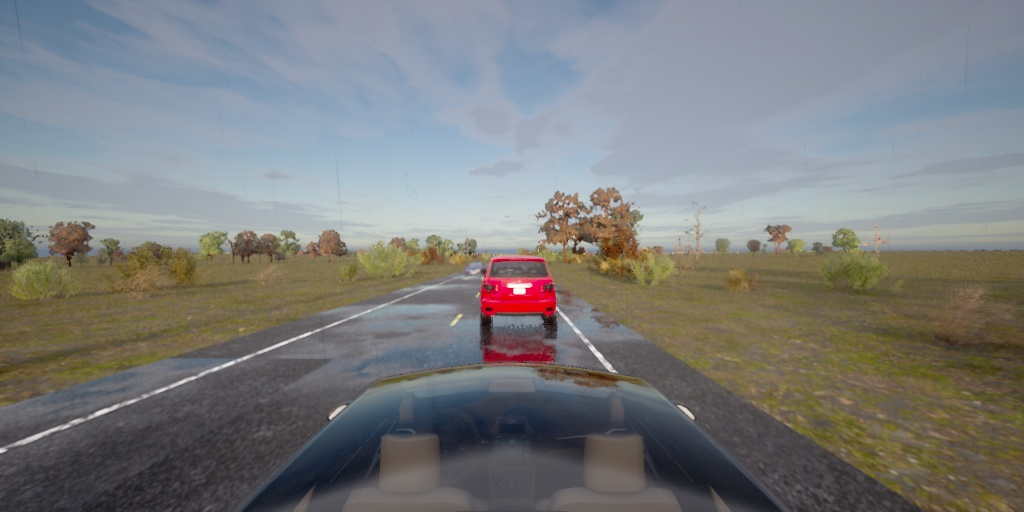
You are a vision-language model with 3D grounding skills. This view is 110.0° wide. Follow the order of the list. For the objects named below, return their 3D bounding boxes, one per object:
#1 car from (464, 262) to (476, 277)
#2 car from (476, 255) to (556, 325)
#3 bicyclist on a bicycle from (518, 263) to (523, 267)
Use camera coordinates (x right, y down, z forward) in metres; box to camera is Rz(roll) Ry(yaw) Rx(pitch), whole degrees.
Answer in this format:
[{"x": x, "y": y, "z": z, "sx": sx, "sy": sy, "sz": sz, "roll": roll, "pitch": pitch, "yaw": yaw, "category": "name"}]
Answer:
[{"x": -3.592, "y": 1.345, "z": 36.081, "sx": 1.812, "sy": 1.442, "sz": 4.674, "roll": 0, "pitch": 0, "yaw": 0, "category": "car"}, {"x": 0.116, "y": 0.995, "z": 12.067, "sx": 2.150, "sy": 2.045, "sz": 5.566, "roll": 0, "pitch": 0, "yaw": -2, "category": "car"}, {"x": 0.960, "y": 1.198, "z": 39.635, "sx": 0.659, "sy": 1.776, "sz": 1.843, "roll": 0, "pitch": 0, "yaw": 0, "category": "bicyclist on a bicycle"}]
